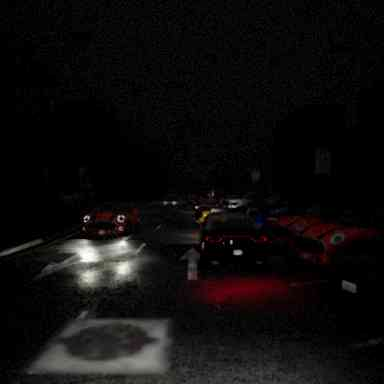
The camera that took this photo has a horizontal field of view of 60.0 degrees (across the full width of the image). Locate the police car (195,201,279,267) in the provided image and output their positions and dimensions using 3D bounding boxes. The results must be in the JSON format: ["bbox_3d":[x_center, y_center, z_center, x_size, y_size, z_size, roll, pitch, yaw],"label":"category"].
[{"bbox_3d":[1.172,1.312,11.057,1.930,1.638,5.238,0,1,0],"label":"police car"}]

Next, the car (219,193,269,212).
[{"bbox_3d":[5.362,1.048,34.243,4.553,1.767,2.185,1,0,-20],"label":"car"}]

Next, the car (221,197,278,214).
[{"bbox_3d":[5.358,1.226,31.230,4.792,1.488,2.163,1,1,-20],"label":"car"}]

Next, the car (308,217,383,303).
[{"bbox_3d":[5.283,1.439,7.219,4.792,1.488,2.163,1,1,-20],"label":"car"}]

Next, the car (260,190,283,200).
[{"bbox_3d":[18.416,0.639,77.286,2.435,2.045,5.566,0,1,-21],"label":"car"}]

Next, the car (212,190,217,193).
[{"bbox_3d":[5.450,0.984,43.261,4.553,1.767,2.185,1,1,-20],"label":"car"}]

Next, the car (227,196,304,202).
[{"bbox_3d":[5.179,1.265,22.172,5.366,1.575,1.946,1,1,-20],"label":"car"}]

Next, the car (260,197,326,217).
[{"bbox_3d":[5.358,1.226,13.239,4.553,1.767,2.185,1,1,-20],"label":"car"}]

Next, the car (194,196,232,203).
[{"bbox_3d":[1.195,1.250,21.137,1.801,1.575,5.366,0,0,0],"label":"car"}]

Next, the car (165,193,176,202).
[{"bbox_3d":[-3.984,0.997,61.959,1.882,1.535,5.008,0,0,0],"label":"car"}]

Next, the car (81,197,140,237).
[{"bbox_3d":[-3.995,1.184,16.918,2.097,1.767,4.553,0,1,0],"label":"car"}]

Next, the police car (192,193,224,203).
[{"bbox_3d":[1.210,1.170,27.057,1.930,1.638,5.238,0,0,0],"label":"police car"}]

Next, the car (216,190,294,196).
[{"bbox_3d":[5.351,0.968,28.228,5.566,2.045,2.435,1,1,-20],"label":"car"}]

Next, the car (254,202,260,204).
[{"bbox_3d":[5.330,1.363,16.236,4.674,1.452,2.002,1,0,-20],"label":"car"}]

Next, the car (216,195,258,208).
[{"bbox_3d":[5.411,1.171,40.254,4.674,1.452,2.002,1,1,-20],"label":"car"}]

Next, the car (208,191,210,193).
[{"bbox_3d":[5.251,1.024,55.209,5.366,1.575,1.946,1,1,-20],"label":"car"}]

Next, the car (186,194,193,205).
[{"bbox_3d":[0.068,1.063,49.024,1.882,1.535,5.008,0,0,1],"label":"car"}]

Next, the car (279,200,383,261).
[{"bbox_3d":[5.350,1.255,10.237,4.553,1.767,2.185,1,1,-20],"label":"car"}]

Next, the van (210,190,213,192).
[{"bbox_3d":[5.536,0.845,49.309,4.442,1.987,1.878,1,0,-20],"label":"van"}]
